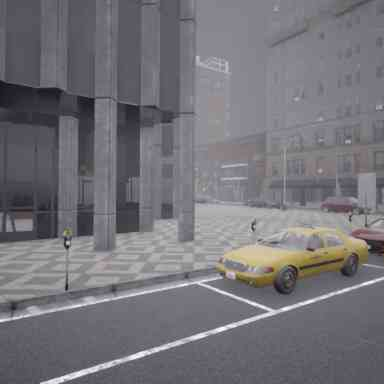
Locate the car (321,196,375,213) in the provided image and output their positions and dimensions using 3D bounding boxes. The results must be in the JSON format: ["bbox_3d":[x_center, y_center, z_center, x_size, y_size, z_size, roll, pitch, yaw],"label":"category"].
[{"bbox_3d":[14.576,1.198,31.210,2.097,1.767,4.553,1,0,-35],"label":"car"}]

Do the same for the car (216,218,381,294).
[{"bbox_3d":[2.821,1.527,8.777,4.829,1.417,1.752,0,1,-36],"label":"car"}]

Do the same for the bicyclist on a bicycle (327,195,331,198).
[{"bbox_3d":[16.332,1.158,39.536,1.656,1.620,0.582,0,0,-35],"label":"bicyclist on a bicycle"}]

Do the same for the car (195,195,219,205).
[{"bbox_3d":[1.981,1.139,49.060,2.128,1.511,4.902,1,0,-35],"label":"car"}]

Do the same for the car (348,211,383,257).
[{"bbox_3d":[7.535,1.547,12.148,4.507,1.381,1.887,0,1,-36],"label":"car"}]

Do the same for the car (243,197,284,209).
[{"bbox_3d":[8.533,1.298,39.754,2.033,1.411,5.357,1,0,-36],"label":"car"}]
